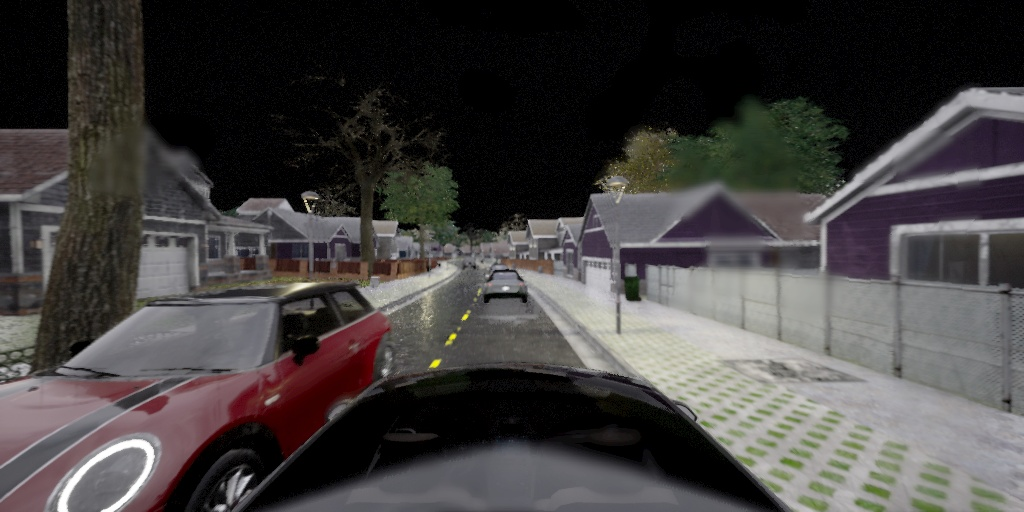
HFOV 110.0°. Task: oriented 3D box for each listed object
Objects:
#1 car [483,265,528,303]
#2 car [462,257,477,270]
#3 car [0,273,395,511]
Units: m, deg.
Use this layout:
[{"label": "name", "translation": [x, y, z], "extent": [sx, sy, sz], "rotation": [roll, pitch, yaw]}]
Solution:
[{"label": "car", "translation": [-0.324, 1.327, 16.973], "extent": [1.994, 1.385, 4.181], "rotation": [-1, 0, -2]}, {"label": "car", "translation": [-7.361, 1.252, 61.865], "extent": [2.150, 2.045, 5.566], "rotation": [-1, 0, -9]}, {"label": "car", "translation": [-2.842, 1.130, 3.664], "extent": [2.097, 1.767, 4.553], "rotation": [-1, 0, -1]}]
